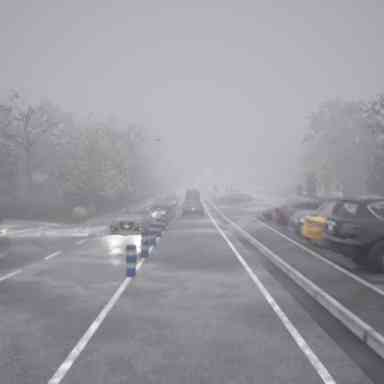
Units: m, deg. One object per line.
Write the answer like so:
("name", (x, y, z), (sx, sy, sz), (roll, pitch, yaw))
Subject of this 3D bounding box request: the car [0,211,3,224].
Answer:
("car", (-16.195, 1.581, 25.013), (5.008, 1.535, 1.882), (0, -2, 33))

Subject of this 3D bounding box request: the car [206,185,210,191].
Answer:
("car", (7.155, -0.396, 92.327), (4.792, 1.488, 2.163), (0, 1, 1))

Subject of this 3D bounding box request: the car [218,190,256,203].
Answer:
("car", (6.790, 0.896, 50.717), (4.792, 1.488, 2.163), (0, 2, 1))

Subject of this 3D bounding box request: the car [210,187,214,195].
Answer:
("car", (6.755, 0.381, 64.589), (5.366, 1.575, 1.946), (0, 2, 1))

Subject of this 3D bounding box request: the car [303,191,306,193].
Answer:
("car", (19.931, 0.732, 50.720), (4.553, 1.767, 2.185), (0, 2, 1))

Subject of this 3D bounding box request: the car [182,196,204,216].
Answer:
("car", (0.111, 1.411, 31.163), (1.994, 1.385, 4.181), (0, 1, 0))

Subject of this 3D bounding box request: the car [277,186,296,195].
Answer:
("car", (20.048, 0.129, 64.432), (5.566, 2.045, 2.435), (0, 2, 0))

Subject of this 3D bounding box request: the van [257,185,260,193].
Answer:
("van", (20.097, -0.509, 86.577), (4.442, 1.987, 1.878), (0, 2, 1))

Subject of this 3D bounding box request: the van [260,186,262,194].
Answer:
("van", (20.306, -0.437, 83.806), (4.442, 1.987, 1.878), (0, 2, 1))

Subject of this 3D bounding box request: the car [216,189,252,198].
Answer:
("car", (6.849, 0.769, 53.490), (5.008, 1.535, 2.097), (0, 2, 1))

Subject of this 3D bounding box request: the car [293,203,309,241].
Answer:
("car", (6.735, 1.338, 12.550), (5.008, 1.535, 2.097), (0, 1, 1))

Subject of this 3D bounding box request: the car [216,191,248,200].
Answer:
("car", (7.077, 0.574, 59.037), (5.366, 1.575, 1.946), (0, 2, 1))

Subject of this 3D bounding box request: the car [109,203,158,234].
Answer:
("car", (-3.356, 1.568, 19.060), (1.994, 1.385, 4.181), (0, 0, 0))

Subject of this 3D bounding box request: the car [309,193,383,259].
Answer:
("car", (6.742, 1.146, 9.752), (5.566, 2.045, 2.435), (0, 1, 1))

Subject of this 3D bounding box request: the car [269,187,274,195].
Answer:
("car", (20.123, 0.125, 72.871), (4.792, 1.488, 2.163), (0, 2, 1))

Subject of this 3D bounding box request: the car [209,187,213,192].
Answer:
("car", (6.805, 0.186, 70.259), (5.366, 1.575, 1.946), (0, 2, 1))

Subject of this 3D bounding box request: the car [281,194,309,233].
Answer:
("car", (6.798, 1.144, 15.325), (4.553, 1.767, 2.185), (0, 1, 1))

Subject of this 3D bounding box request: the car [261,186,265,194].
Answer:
("car", (20.171, -0.139, 81.044), (5.008, 1.535, 2.097), (0, 1, 1))

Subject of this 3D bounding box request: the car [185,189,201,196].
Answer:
("car", (0.117, 0.537, 49.309), (2.150, 2.045, 5.566), (0, 2, 0))

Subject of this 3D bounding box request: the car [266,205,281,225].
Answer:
("car", (6.823, 1.223, 18.114), (4.792, 1.488, 2.163), (0, 2, 1))

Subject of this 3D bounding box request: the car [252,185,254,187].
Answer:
("car", (20.234, -0.679, 92.113), (5.566, 2.045, 2.435), (0, 1, 0))

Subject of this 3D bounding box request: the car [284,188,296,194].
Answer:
("car", (19.785, 0.570, 58.907), (5.366, 1.575, 1.946), (0, 2, 1))

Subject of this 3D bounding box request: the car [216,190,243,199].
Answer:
("car", (6.923, 0.481, 61.813), (4.892, 1.521, 2.231), (0, 2, 1))

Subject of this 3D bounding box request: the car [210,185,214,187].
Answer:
("car", (7.094, -0.186, 78.449), (4.553, 1.767, 2.185), (0, 2, 1))

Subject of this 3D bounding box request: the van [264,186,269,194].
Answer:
("van", (20.032, -0.289, 78.254), (4.442, 1.987, 1.878), (0, 2, 0))

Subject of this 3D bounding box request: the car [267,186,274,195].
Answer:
("car", (20.146, 0.044, 75.509), (4.792, 1.488, 2.163), (0, 2, 1))

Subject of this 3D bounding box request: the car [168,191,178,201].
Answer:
("car", (-3.291, 0.665, 54.469), (1.837, 1.490, 4.892), (0, 2, 1))

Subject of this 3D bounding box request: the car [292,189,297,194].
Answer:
("car", (19.944, 0.709, 56.138), (4.674, 1.452, 2.002), (0, 2, 1))

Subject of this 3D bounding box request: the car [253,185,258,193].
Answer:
("car", (20.210, -0.606, 89.344), (5.566, 2.045, 2.435), (0, 1, 0))

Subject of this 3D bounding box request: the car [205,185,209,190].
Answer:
("car", (7.023, -0.501, 95.103), (5.366, 1.575, 1.946), (0, 1, 1))

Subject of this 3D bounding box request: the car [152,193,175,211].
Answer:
("car", (-3.334, 1.241, 36.755), (2.033, 1.411, 5.357), (0, 2, 0))

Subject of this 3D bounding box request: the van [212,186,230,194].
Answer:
("van", (7.228, -0.434, 83.994), (4.442, 1.987, 1.878), (0, 1, 1))

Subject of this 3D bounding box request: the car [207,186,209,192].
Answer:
("car", (7.106, -0.251, 86.777), (4.792, 1.488, 2.163), (0, 1, 1))

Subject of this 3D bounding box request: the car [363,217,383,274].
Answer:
("car", (6.681, 1.448, 6.968), (4.892, 1.521, 2.231), (0, 1, 1))

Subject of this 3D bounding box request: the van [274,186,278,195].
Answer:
("van", (20.186, -0.040, 70.092), (4.442, 1.987, 1.878), (0, 2, 1))

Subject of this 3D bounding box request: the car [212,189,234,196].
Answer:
("car", (7.032, 0.019, 75.675), (4.892, 1.521, 2.231), (0, 2, 1))

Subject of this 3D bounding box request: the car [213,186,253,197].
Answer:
("car", (6.896, 0.422, 56.255), (5.566, 2.045, 2.435), (0, 2, 1))

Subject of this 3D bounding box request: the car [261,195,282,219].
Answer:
("car", (6.791, 1.147, 20.897), (4.792, 1.488, 2.163), (0, 2, 1))
